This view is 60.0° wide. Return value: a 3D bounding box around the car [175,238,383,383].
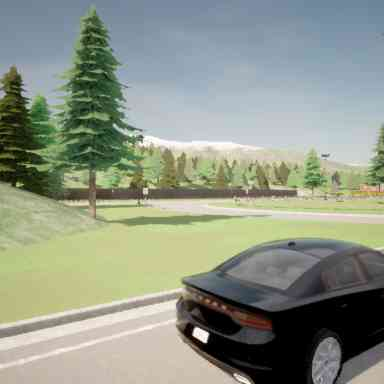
[{"bbox_3d":[2.108,1.478,5.265,5.008,1.535,1.882,0,0,-36],"label":"car"}]
